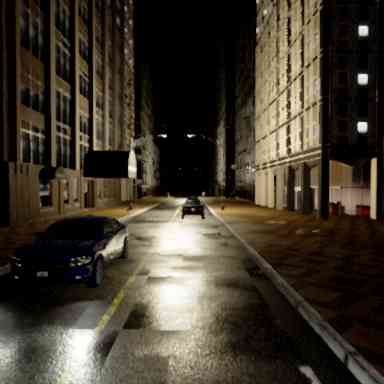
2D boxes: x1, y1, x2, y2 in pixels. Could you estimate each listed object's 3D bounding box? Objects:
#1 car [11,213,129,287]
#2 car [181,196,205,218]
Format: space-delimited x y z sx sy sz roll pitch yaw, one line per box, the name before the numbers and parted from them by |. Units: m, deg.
car | -3.064 1.408 9.338 1.882 1.535 5.008 0 0 0
car | 0.082 1.353 27.336 2.033 1.411 5.357 0 0 0
